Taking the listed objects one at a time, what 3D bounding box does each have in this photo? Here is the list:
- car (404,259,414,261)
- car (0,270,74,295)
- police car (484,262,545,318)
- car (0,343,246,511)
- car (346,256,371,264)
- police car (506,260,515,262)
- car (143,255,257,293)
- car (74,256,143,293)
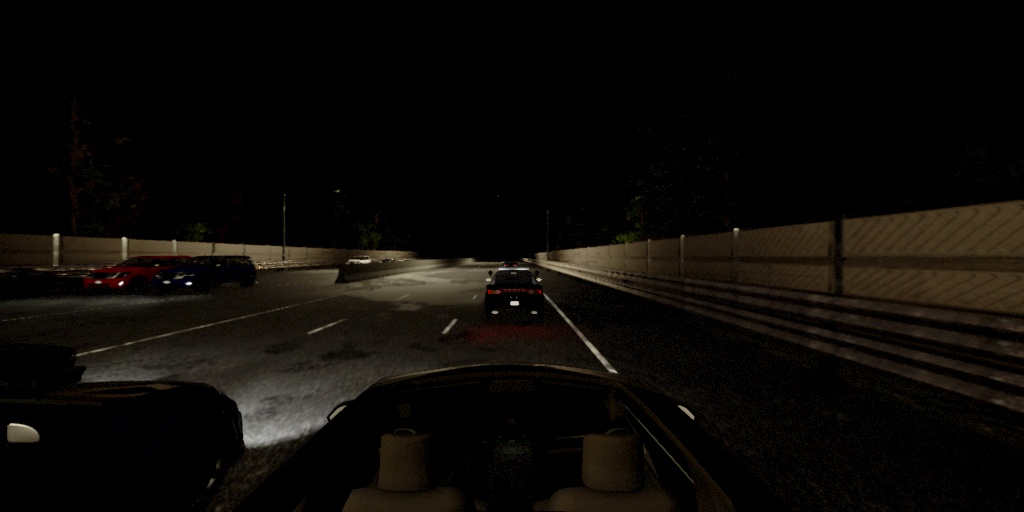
[{"bbox_3d":[-18.023,1.292,62.757,1.812,1.442,4.674,0,0,0],"label":"car"},{"bbox_3d":[-24.642,1.358,17.509,1.895,1.301,4.718,0,0,-1],"label":"car"},{"bbox_3d":[0.066,1.178,13.068,1.930,1.638,5.238,0,0,0],"label":"police car"},{"bbox_3d":[-3.406,1.315,1.509,1.994,1.385,4.181,0,0,0],"label":"car"},{"bbox_3d":[-24.988,0.989,58.676,2.150,2.045,5.566,0,0,0],"label":"car"},{"bbox_3d":[-0.210,1.265,44.006,2.038,1.542,4.974,0,0,-1],"label":"police car"},{"bbox_3d":[-17.677,0.979,21.087,2.150,2.045,5.566,0,0,-1],"label":"car"},{"bbox_3d":[-21.176,0.979,21.089,2.150,2.045,5.566,0,0,-1],"label":"car"}]
